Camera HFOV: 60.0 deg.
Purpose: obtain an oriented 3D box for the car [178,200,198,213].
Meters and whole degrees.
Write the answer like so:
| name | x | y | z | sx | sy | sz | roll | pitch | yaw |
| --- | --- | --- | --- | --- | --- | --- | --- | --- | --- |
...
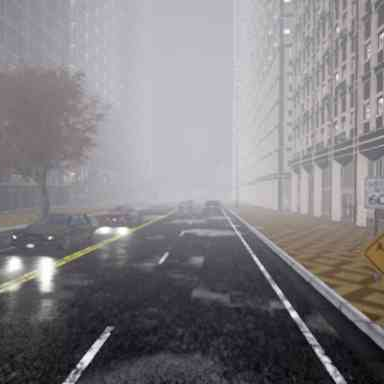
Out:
| name | x | y | z | sx | sy | sz | roll | pitch | yaw |
| --- | --- | --- | --- | --- | --- | --- | --- | --- | --- |
| car | -0.699 | 1.836 | 42.678 | 2.128 | 1.511 | 4.902 | 0 | -1 | 3 |

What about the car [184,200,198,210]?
| name | x | y | z | sx | sy | sz | roll | pitch | yaw |
| --- | --- | --- | --- | --- | --- | --- | --- | --- | --- |
| car | -0.117 | 1.954 | 52.637 | 1.812 | 1.442 | 4.674 | 0 | 0 | 4 |

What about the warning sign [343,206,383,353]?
| name | x | y | z | sx | sy | sz | roll | pitch | yaw |
| --- | --- | --- | --- | --- | --- | --- | --- | --- | --- |
| warning sign | 3.099 | 1.184 | 4.846 | 1.300 | 1.860 | 1.060 | 2 | 1 | 3 |

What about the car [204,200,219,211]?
| name | x | y | z | sx | sy | sz | roll | pitch | yaw |
| --- | --- | --- | --- | --- | --- | --- | --- | --- | --- |
| car | 2.883 | 1.969 | 48.298 | 2.033 | 1.411 | 5.357 | 0 | 0 | 4 |

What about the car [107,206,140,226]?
| name | x | y | z | sx | sy | sz | roll | pitch | yaw |
| --- | --- | --- | --- | --- | --- | --- | --- | --- | --- |
| car | -5.194 | 1.724 | 24.822 | 1.994 | 1.385 | 4.181 | 0 | 0 | 4 |

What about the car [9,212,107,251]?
| name | x | y | z | sx | sy | sz | roll | pitch | yaw |
| --- | --- | --- | --- | --- | --- | --- | --- | --- | --- |
| car | -5.790 | 1.621 | 14.918 | 2.033 | 1.411 | 5.357 | 0 | 0 | 4 |

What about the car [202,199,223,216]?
| name | x | y | z | sx | sy | sz | roll | pitch | yaw |
| --- | --- | --- | --- | --- | --- | --- | --- | --- | --- |
| car | 2.250 | 1.681 | 37.514 | 2.097 | 1.767 | 4.553 | 0 | -1 | 3 |

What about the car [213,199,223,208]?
| name | x | y | z | sx | sy | sz | roll | pitch | yaw |
| --- | --- | --- | --- | --- | --- | --- | --- | --- | --- |
| car | 4.611 | 2.052 | 59.874 | 1.812 | 1.442 | 4.674 | 0 | 0 | 3 |
